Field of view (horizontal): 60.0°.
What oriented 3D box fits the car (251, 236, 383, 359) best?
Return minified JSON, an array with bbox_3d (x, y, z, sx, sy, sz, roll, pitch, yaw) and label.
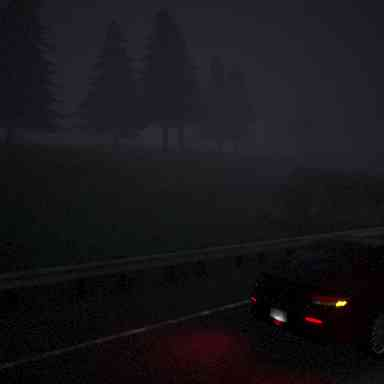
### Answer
[{"bbox_3d":[3.072,1.533,5.954,4.674,1.442,1.812,0,0,-36],"label":"car"}]
